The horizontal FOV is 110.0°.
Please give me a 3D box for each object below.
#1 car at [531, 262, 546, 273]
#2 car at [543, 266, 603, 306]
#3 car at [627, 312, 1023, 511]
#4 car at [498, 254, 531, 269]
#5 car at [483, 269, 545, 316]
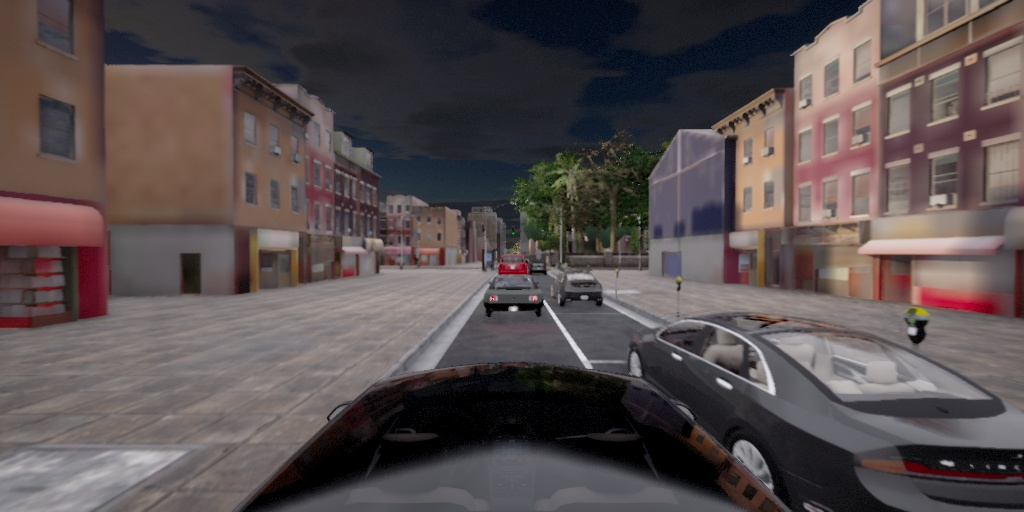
[{"bbox_3d":[2.651,1.266,37.710,1.948,1.339,4.313,0,0,0],"label":"car"},{"bbox_3d":[2.642,1.269,15.223,2.007,1.370,4.403,0,0,0],"label":"car"},{"bbox_3d":[2.638,1.294,3.979,2.007,1.370,4.403,0,0,0],"label":"car"},{"bbox_3d":[0.070,0.920,27.794,2.150,2.045,5.566,0,0,1],"label":"car"},{"bbox_3d":[0.068,1.323,13.165,1.895,1.301,4.718,0,0,1],"label":"car"}]
